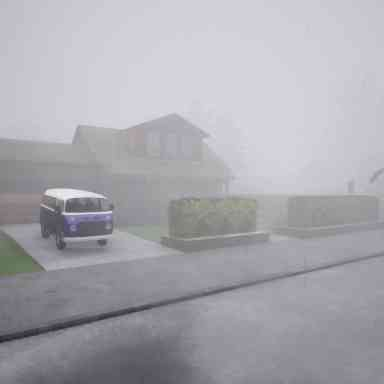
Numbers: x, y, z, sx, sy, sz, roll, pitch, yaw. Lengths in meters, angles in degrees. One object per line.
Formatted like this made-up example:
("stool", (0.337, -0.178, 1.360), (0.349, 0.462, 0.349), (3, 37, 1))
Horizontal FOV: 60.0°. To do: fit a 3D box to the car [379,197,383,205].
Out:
("car", (24.718, 0.985, 41.453), (3.866, 1.878, 1.905), (0, 0, 0))
